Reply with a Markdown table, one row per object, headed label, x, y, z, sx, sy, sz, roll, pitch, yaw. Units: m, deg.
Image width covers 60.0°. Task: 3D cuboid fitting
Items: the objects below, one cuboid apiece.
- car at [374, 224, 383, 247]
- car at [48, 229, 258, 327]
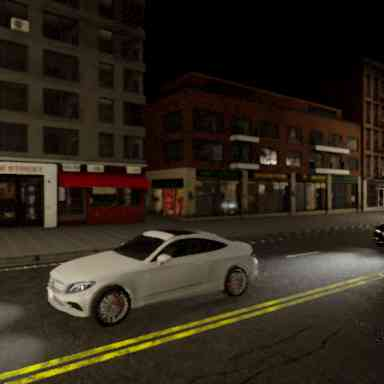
| label | x | y | z | sx | sy | sz | roll | pitch | yaw |
| --- | --- | --- | --- | --- | --- | --- | --- | --- | --- |
| car | 9.981 | 1.659 | 14.777 | 4.902 | 1.511 | 2.128 | 1 | 0 | -35 |
| car | -0.580 | 1.564 | 7.216 | 4.674 | 1.442 | 1.812 | 1 | -1 | -35 |
